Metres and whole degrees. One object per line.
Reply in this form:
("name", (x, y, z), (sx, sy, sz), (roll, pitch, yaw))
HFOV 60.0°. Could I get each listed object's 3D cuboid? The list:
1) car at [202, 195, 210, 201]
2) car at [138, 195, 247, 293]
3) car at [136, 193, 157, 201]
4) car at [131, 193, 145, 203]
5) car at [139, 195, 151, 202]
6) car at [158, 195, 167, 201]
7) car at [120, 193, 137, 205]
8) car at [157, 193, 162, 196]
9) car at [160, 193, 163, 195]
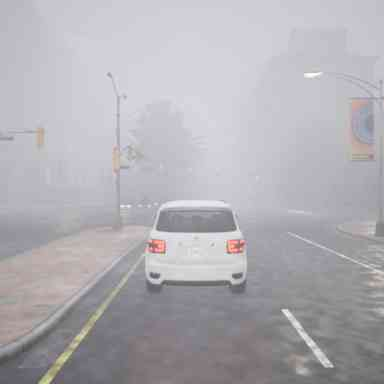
("car", (3.811, 1.531, 89.859), (2.033, 1.411, 5.357), (0, 0, 0))
("car", (0.102, 1.221, 9.012), (2.150, 2.045, 5.566), (0, 0, 0))
("car", (-7.881, 1.346, 57.896), (2.097, 1.767, 4.553), (0, 0, 0))
("car", (-11.260, 1.219, 69.596), (2.150, 2.045, 5.566), (0, 0, 0))
("car", (-11.224, 1.518, 80.034), (2.128, 1.511, 4.902), (0, 0, 0))
("car", (-7.702, 1.544, 86.212), (1.994, 1.385, 4.181), (0, 0, 0))
("car", (-11.363, 1.486, 59.677), (2.128, 1.511, 4.902), (0, 0, 1))
("car", (-7.794, 1.519, 66.780), (1.812, 1.442, 4.674), (0, 0, 1))
("car", (-7.736, 1.218, 76.397), (2.150, 2.045, 5.566), (0, 0, 0))
